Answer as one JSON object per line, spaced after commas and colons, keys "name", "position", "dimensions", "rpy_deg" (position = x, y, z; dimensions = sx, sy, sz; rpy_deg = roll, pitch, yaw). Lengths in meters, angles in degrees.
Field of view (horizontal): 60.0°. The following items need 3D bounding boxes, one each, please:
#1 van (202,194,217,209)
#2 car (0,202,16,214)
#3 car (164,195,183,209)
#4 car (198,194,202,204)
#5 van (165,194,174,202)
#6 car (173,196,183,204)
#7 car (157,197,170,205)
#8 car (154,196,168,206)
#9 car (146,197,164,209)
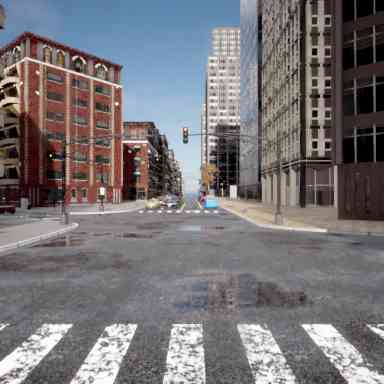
{"name": "van", "position": [2.575, 1.386, 45.784], "dimensions": [1.690, 1.788, 3.998], "rpy_deg": [0, 0, 0]}
{"name": "car", "position": [-21.141, 1.790, 36.459], "dimensions": [4.718, 1.301, 1.895], "rpy_deg": [-1, -1, 41]}
{"name": "car", "position": [-2.807, 1.537, 45.974], "dimensions": [2.128, 1.511, 4.902], "rpy_deg": [0, 0, 2]}
{"name": "car", "position": [2.576, 1.644, 67.993], "dimensions": [1.887, 1.381, 4.507], "rpy_deg": [0, 0, 0]}
{"name": "van", "position": [-5.302, 1.474, 79.099], "dimensions": [1.690, 1.788, 3.998], "rpy_deg": [0, 0, 0]}
{"name": "car", "position": [-2.766, 1.621, 66.428], "dimensions": [1.812, 1.442, 4.674], "rpy_deg": [0, 0, 1]}
{"name": "car", "position": [-5.305, 1.650, 62.443], "dimensions": [1.947, 1.339, 4.313], "rpy_deg": [0, 0, 0]}
{"name": "car", "position": [-5.305, 1.510, 56.891], "dimensions": [1.967, 1.590, 4.097], "rpy_deg": [0, 0, 0]}
{"name": "car", "position": [-5.306, 1.570, 45.615], "dimensions": [1.752, 1.417, 4.829], "rpy_deg": [0, 0, 0]}
